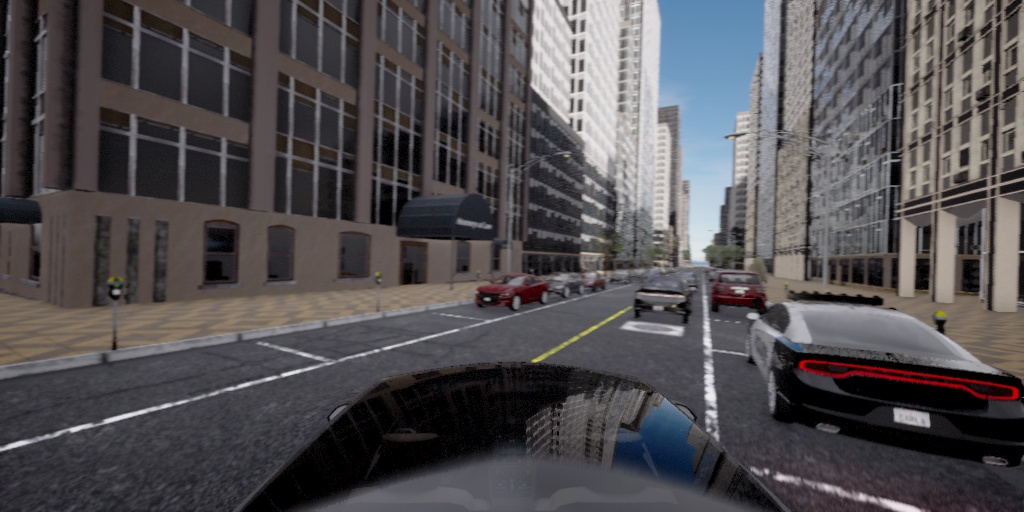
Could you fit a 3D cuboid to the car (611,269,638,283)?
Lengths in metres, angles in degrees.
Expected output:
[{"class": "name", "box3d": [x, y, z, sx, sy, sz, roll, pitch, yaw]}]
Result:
[{"class": "car", "box3d": [10.787, 1.990, 35.391, 2.007, 1.370, 4.403, 0, 0, 28]}]

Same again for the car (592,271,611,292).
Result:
[{"class": "car", "box3d": [5.452, 1.739, 25.357, 1.802, 1.307, 4.207, 0, 0, 28]}]

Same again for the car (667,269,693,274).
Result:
[{"class": "car", "box3d": [14.002, 2.049, 29.055, 2.033, 1.411, 5.357, 2, -1, 28]}]

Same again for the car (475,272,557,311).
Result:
[{"class": "car", "box3d": [0.118, 1.419, 15.323, 1.888, 1.381, 4.507, 0, 0, 28]}]

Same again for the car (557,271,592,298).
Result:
[{"class": "car", "box3d": [2.784, 1.566, 20.341, 2.007, 1.370, 4.403, 0, 0, 28]}]

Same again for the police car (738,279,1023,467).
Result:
[{"class": "police car", "box3d": [5.011, 1.393, 5.687, 1.930, 1.638, 5.238, 2, -1, 28]}]

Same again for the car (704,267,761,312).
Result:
[{"class": "car", "box3d": [10.179, 1.566, 16.402, 2.192, 1.841, 5.009, 0, 0, 28]}]

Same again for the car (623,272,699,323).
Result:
[{"class": "car", "box3d": [5.981, 1.567, 13.978, 2.128, 1.511, 4.902, 2, -1, 28]}]

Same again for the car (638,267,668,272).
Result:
[{"class": "car", "box3d": [14.100, 2.130, 35.991, 1.994, 1.385, 4.181, 2, -1, 28]}]
